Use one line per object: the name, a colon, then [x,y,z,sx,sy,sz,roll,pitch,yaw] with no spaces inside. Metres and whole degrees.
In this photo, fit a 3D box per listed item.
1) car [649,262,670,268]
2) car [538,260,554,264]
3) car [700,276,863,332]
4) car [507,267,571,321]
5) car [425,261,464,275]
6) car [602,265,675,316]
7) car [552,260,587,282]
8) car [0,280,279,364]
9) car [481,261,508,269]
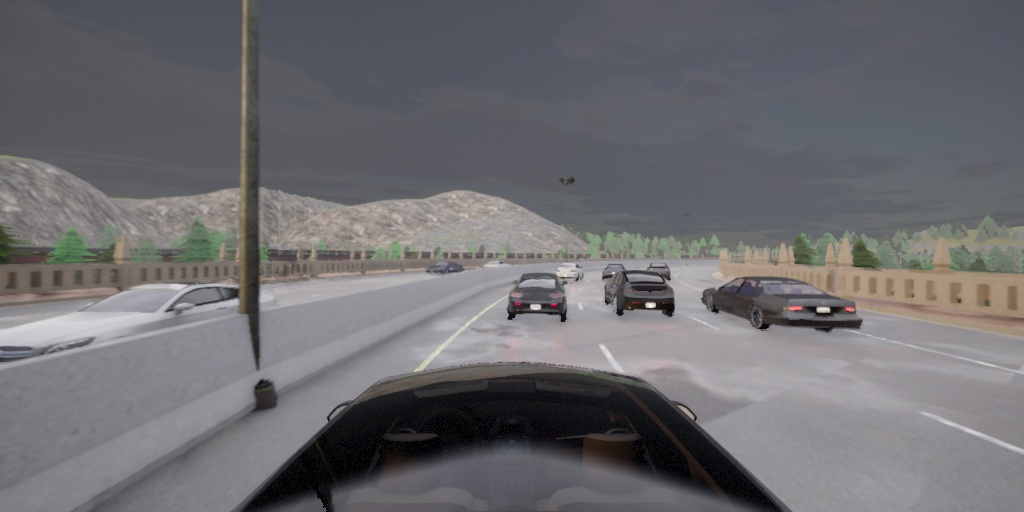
car: [12.987,1.296,31.870,2.128,1.511,4.902,0,0,21]
car: [4.664,1.256,47.788,2.128,1.511,4.902,0,0,28]
car: [7.749,1.331,11.055,2.033,1.411,5.357,0,0,7]
car: [0.952,1.279,12.446,1.812,1.442,4.674,0,0,7]
car: [-7.128,1.260,38.642,2.033,1.411,5.357,0,0,21]
car: [4.610,1.274,13.512,1.837,1.490,4.892,0,0,7]
car: [4.802,1.294,29.712,1.812,1.442,4.674,0,0,18]
car: [-6.784,1.244,7.097,1.812,1.442,4.674,0,0,4]
car: [-1.984,1.261,41.904,1.812,1.442,4.674,0,0,24]
